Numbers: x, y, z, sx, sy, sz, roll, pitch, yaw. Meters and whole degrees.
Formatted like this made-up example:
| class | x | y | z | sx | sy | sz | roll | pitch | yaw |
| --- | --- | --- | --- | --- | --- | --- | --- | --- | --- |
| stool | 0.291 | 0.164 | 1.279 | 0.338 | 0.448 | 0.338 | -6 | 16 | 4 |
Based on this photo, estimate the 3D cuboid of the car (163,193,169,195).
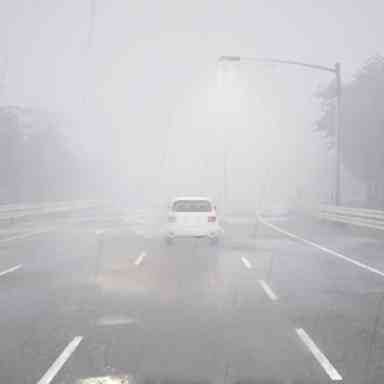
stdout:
| class | x | y | z | sx | sy | sz | roll | pitch | yaw |
| --- | --- | --- | --- | --- | --- | --- | --- | --- | --- |
| car | -7.016 | 1.388 | 92.656 | 2.150 | 2.045 | 5.566 | 0 | 0 | 0 |

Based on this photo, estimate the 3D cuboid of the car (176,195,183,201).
| class | x | y | z | sx | sy | sz | roll | pitch | yaw |
| --- | --- | --- | --- | --- | --- | --- | --- | --- | --- |
| car | -3.516 | 1.663 | 92.625 | 1.837 | 1.490 | 4.892 | 0 | 0 | 0 |

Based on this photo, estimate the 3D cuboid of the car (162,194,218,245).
| class | x | y | z | sx | sy | sz | roll | pitch | yaw |
| --- | --- | --- | --- | --- | --- | --- | --- | --- | --- |
| car | -0.002 | 1.239 | 15.665 | 2.150 | 2.045 | 5.566 | 0 | 0 | 0 |

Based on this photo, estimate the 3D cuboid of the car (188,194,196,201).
| class | x | y | z | sx | sy | sz | roll | pitch | yaw |
| --- | --- | --- | --- | --- | --- | --- | --- | --- | --- |
| car | -0.016 | 1.523 | 93.428 | 2.097 | 1.767 | 4.553 | 0 | 0 | 0 |

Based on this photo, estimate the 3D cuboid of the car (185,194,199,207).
| class | x | y | z | sx | sy | sz | roll | pitch | yaw |
| --- | --- | --- | --- | --- | --- | --- | --- | --- | --- |
| car | -0.009 | 1.281 | 54.358 | 2.150 | 2.045 | 5.566 | 0 | 0 | 0 |
